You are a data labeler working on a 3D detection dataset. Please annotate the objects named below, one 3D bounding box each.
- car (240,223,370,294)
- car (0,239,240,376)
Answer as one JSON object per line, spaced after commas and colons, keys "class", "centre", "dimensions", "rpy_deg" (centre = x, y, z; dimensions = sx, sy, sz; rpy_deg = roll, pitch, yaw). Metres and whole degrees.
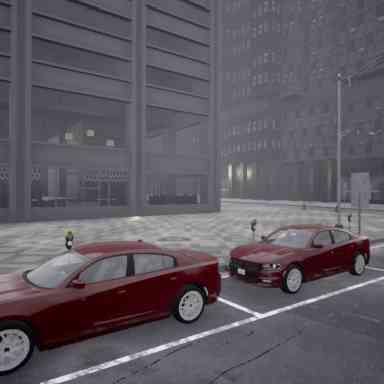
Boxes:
{"class": "car", "centre": [2.937, 1.545, 8.789], "dimensions": [4.507, 1.381, 1.887], "rpy_deg": [0, 0, -36]}
{"class": "car", "centre": [-1.550, 1.545, 5.565], "dimensions": [4.507, 1.381, 1.887], "rpy_deg": [0, 0, -36]}
